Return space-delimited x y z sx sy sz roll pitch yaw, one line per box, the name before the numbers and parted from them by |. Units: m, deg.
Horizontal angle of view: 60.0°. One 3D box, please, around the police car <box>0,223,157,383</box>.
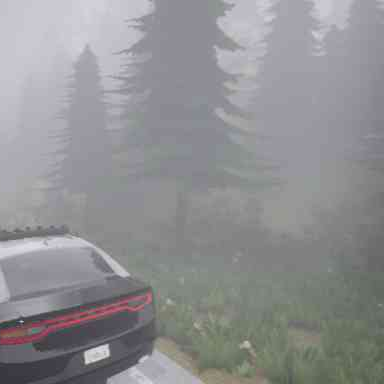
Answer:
police car | -2.542 1.370 5.241 1.930 1.638 5.238 -3 2 -39
